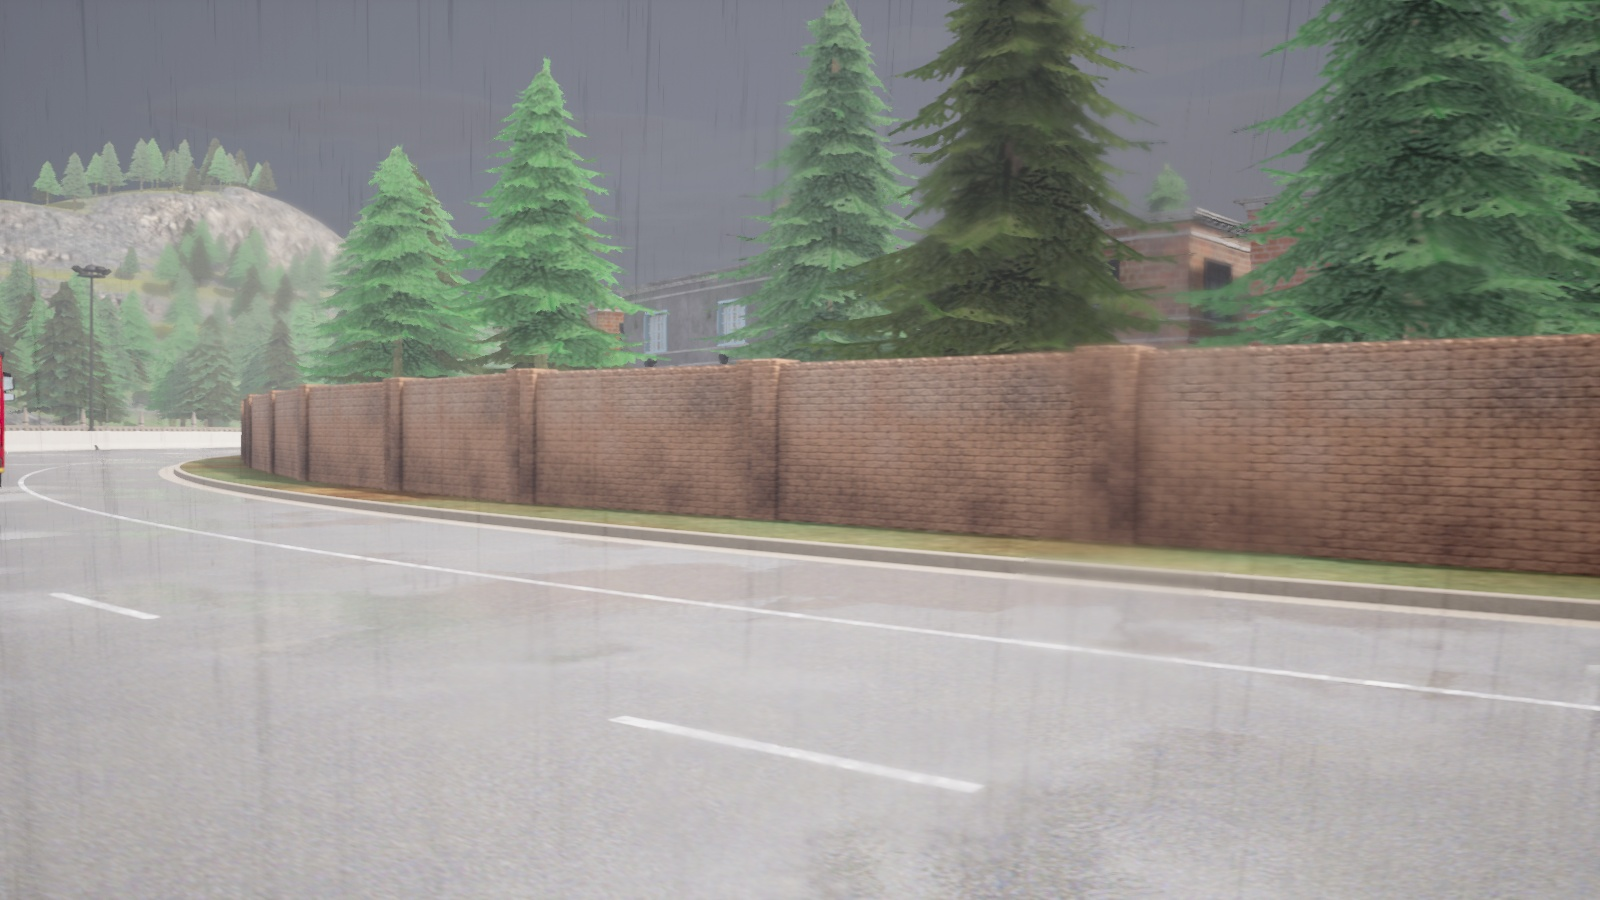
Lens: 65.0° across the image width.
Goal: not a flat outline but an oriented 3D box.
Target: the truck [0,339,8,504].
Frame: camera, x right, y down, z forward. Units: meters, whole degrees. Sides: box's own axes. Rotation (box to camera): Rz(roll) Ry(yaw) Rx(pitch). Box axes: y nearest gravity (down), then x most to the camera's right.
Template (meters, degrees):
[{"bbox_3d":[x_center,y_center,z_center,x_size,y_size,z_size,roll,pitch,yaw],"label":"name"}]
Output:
[{"bbox_3d":[-21.932,-0.664,31.949,2.891,3.827,8.468,-1,1,-33],"label":"truck"}]
